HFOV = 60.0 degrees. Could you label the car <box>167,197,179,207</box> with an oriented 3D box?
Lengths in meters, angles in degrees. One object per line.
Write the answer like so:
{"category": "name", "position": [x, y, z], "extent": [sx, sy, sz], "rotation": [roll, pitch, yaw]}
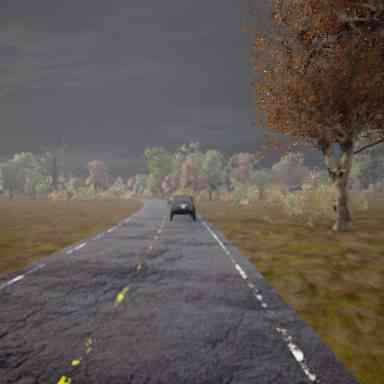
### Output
{"category": "car", "position": [-3.366, 1.689, 57.442], "extent": [1.812, 1.442, 4.674], "rotation": [0, 0, -6]}

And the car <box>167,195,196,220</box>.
{"category": "car", "position": [-0.828, 1.282, 28.883], "extent": [2.150, 2.045, 5.566], "rotation": [0, 0, -3]}
